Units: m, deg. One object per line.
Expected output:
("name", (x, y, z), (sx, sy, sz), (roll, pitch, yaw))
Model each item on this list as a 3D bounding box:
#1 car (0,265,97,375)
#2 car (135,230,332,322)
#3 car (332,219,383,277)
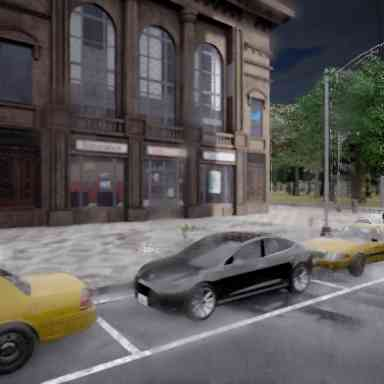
("car", (-3.680, 1.524, 4.025), (4.829, 1.417, 1.752), (0, 0, -36))
("car", (0.885, 1.576, 7.281), (4.313, 1.339, 1.947), (0, 0, -36))
("car", (5.174, 1.548, 10.341), (4.829, 1.417, 1.752), (0, 0, -36))
